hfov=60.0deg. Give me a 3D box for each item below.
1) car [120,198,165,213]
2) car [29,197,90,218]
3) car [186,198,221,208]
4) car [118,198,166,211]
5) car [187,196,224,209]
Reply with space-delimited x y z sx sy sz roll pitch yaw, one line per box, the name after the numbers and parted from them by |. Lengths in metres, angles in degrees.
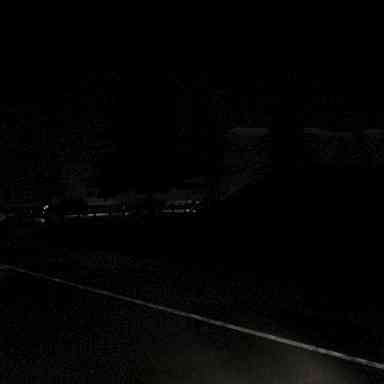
-5.184 1.406 35.789 4.902 1.511 2.128 0 0 -42 | car
-11.389 1.260 29.373 2.097 1.767 4.553 0 0 41 | car
1.630 1.514 45.774 4.718 1.301 1.895 0 0 -35 | car
-5.935 1.448 39.885 5.357 1.411 2.033 0 0 -42 | car
1.742 1.276 41.526 4.553 1.767 2.097 0 0 -35 | car
